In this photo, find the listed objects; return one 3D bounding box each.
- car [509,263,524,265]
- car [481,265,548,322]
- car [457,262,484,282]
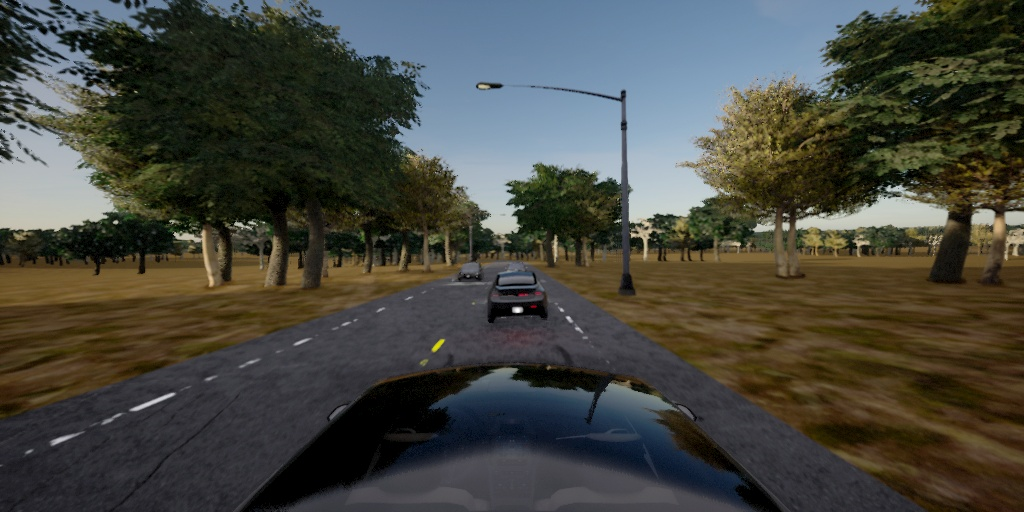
[{"bbox_3d":[0.354,1.276,31.439,2.033,1.411,5.357,-1,0,0],"label":"car"},{"bbox_3d":[0.159,1.265,12.543,1.837,1.490,4.892,-2,0,0],"label":"car"},{"bbox_3d":[-3.368,1.296,30.049,1.837,1.490,4.892,-1,0,1],"label":"car"}]
